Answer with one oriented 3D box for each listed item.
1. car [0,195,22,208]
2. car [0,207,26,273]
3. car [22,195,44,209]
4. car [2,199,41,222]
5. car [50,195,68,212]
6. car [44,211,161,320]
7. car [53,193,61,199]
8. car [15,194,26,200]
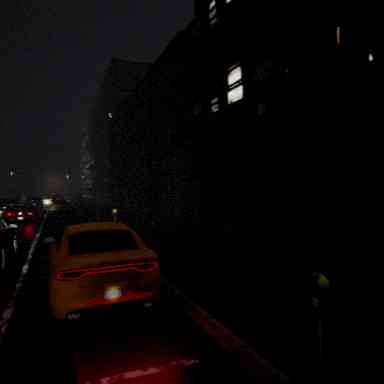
[{"bbox_3d":[-22.639,1.436,41.033,2.033,1.411,5.357,-1,1,-22],"label":"car"},{"bbox_3d":[-6.559,1.478,10.126,2.128,1.511,4.902,-1,1,-22],"label":"car"},{"bbox_3d":[-19.316,1.301,40.859,1.882,1.535,5.008,-1,1,-22],"label":"car"},{"bbox_3d":[-12.635,1.508,24.899,1.895,1.301,4.718,-1,1,-22],"label":"car"},{"bbox_3d":[-13.492,1.328,33.782,1.752,1.417,4.829,-1,1,-22],"label":"car"},{"bbox_3d":[-2.166,1.411,7.436,1.882,1.535,5.008,-1,1,-22],"label":"car"},{"bbox_3d":[-34.941,1.041,85.902,1.752,1.417,4.829,-1,1,-22],"label":"car"},{"bbox_3d":[-42.626,1.268,82.562,2.008,1.369,4.403,-1,1,-22],"label":"car"}]
